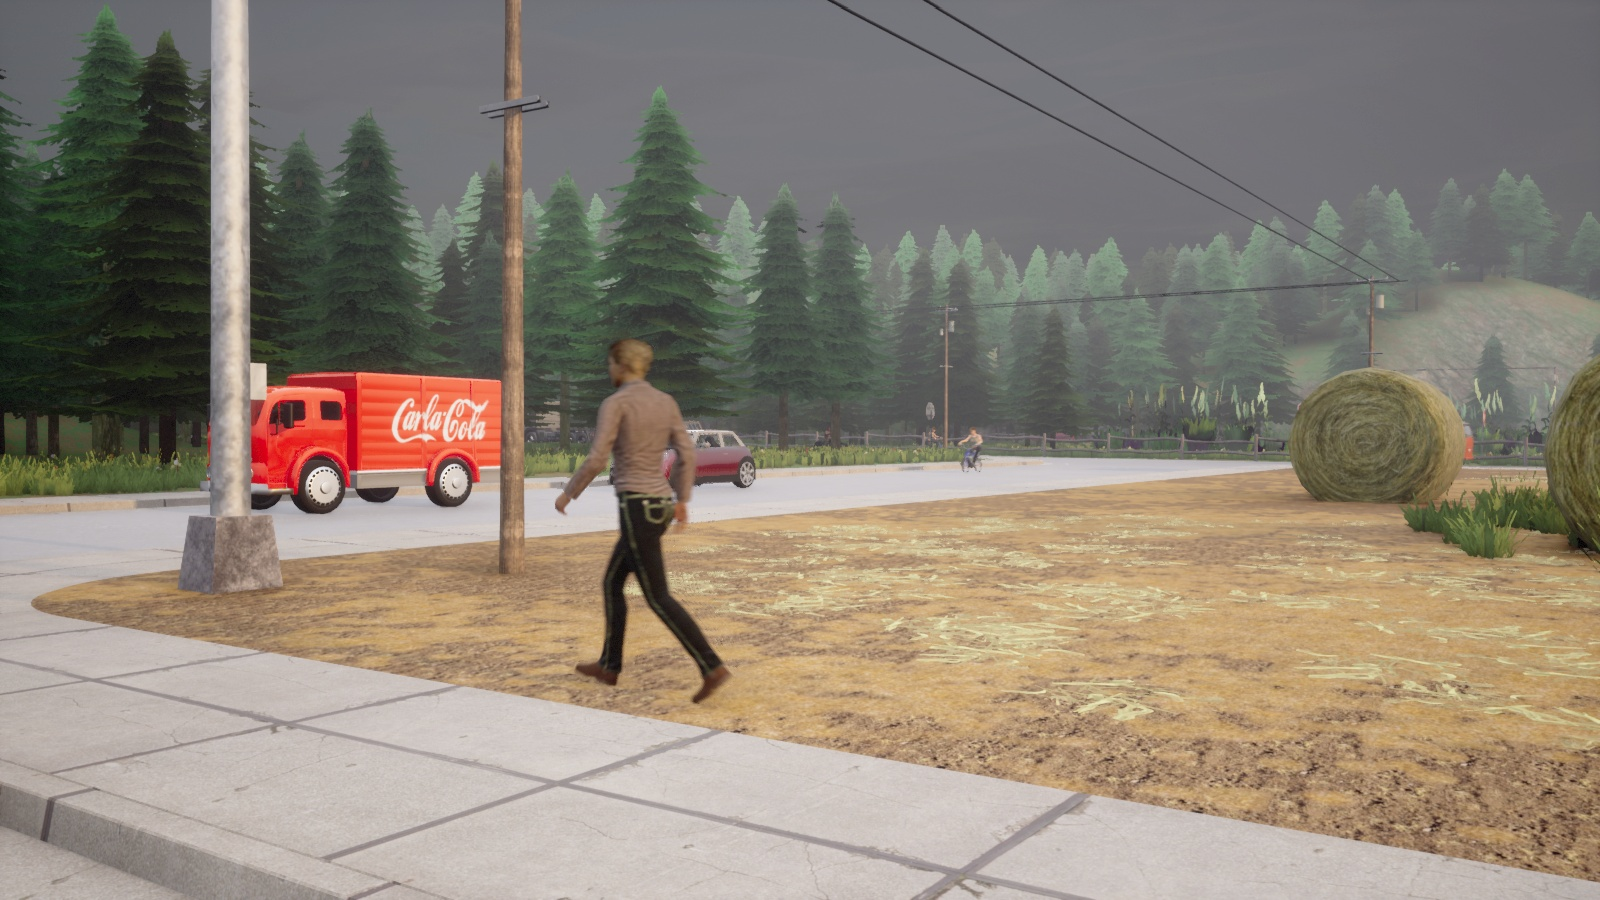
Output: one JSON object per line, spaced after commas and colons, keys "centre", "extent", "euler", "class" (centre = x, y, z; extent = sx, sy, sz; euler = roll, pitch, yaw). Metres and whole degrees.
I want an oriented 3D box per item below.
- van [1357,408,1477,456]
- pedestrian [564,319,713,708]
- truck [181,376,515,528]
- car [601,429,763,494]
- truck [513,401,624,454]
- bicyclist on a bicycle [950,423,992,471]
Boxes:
{"centre": [26.965, -0.780, 54.936], "extent": [4.442, 1.987, 1.775], "euler": [0, 1, 37], "class": "van"}
{"centre": [-0.805, 0.300, 6.256], "extent": [0.634, 1.846, 0.331], "euler": [0, 1, 29], "class": "pedestrian"}
{"centre": [-8.142, -0.019, 23.156], "extent": [2.627, 2.467, 5.204], "euler": [0, 1, 35], "class": "truck"}
{"centre": [-2.829, 0.238, 30.845], "extent": [1.970, 1.475, 3.806], "euler": [0, 1, 35], "class": "car"}
{"centre": [-16.090, -1.525, 87.022], "extent": [7.936, 3.462, 2.891], "euler": [0, 1, 36], "class": "truck"}
{"centre": [5.941, -0.112, 43.559], "extent": [0.866, 1.612, 1.509], "euler": [0, 1, 34], "class": "bicyclist on a bicycle"}
